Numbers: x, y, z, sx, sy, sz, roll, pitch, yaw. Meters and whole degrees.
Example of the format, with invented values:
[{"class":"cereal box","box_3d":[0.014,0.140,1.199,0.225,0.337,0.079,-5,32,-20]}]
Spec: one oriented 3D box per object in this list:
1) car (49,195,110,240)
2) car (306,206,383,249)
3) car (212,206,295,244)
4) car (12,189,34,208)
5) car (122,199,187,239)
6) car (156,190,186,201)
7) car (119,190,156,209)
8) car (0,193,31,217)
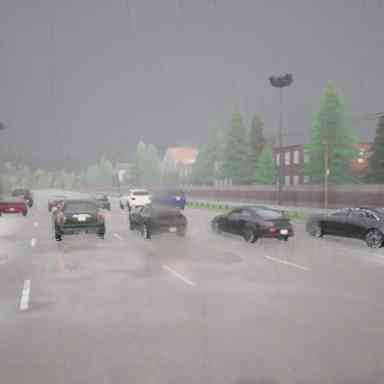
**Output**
[{"class":"car","box_3d":[-5.568,1.142,16.059,2.097,1.767,4.553,0,1,-24]},{"class":"car","box_3d":[6.944,1.329,13.876,2.128,1.511,4.902,0,1,-24]},{"class":"car","box_3d":[2.601,1.343,14.955,1.812,1.442,4.674,0,1,-25]},{"class":"car","box_3d":[-19.643,0.704,38.508,2.150,2.045,5.566,0,0,-24]},{"class":"car","box_3d":[-1.813,1.299,16.252,1.837,1.490,4.892,0,1,-24]},{"class":"car","box_3d":[-2.436,0.781,34.596,2.150,2.045,5.566,0,0,-24]},{"class":"car","box_3d":[-5.722,0.792,33.376,2.150,2.045,5.566,0,0,-24]},{"class":"car","box_3d":[-14.592,1.113,27.356,1.882,1.535,5.008,0,1,-24]}]
